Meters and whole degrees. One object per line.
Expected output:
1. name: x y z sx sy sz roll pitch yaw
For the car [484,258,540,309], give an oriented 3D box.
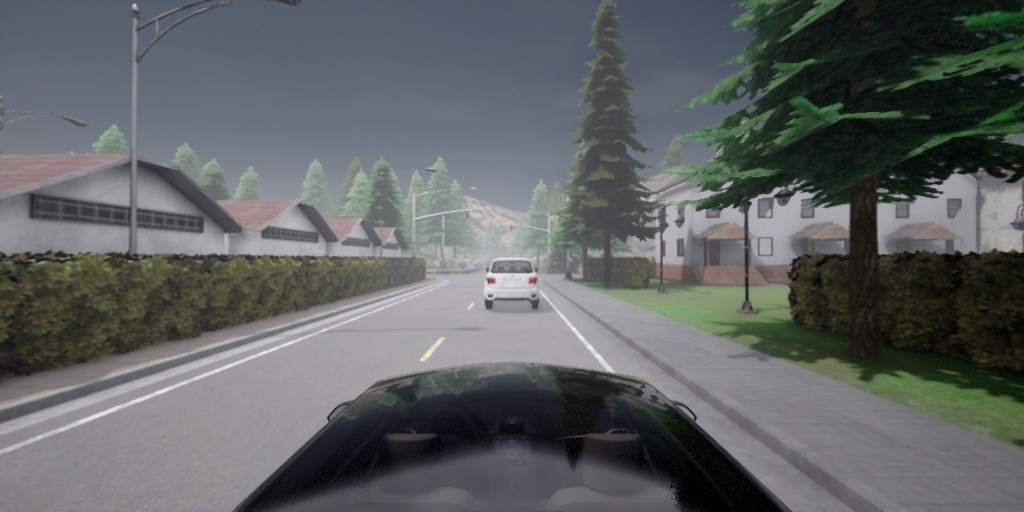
1. car: 0.002 1.098 15.859 2.150 2.045 5.566 0 0 0
